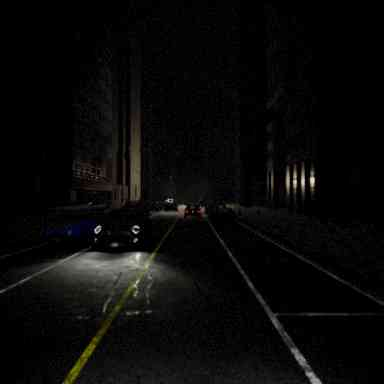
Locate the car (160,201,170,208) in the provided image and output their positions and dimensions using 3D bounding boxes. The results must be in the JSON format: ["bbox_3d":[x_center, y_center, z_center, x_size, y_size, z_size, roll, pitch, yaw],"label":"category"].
[{"bbox_3d":[-5.874,2.672,72.706,1.752,1.417,4.829,0,-1,1],"label":"car"}]

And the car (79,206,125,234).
[{"bbox_3d":[-5.860,1.766,22.162,1.967,1.590,4.097,0,-1,0],"label":"car"}]

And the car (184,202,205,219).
[{"bbox_3d":[0.083,2.082,35.921,2.033,1.411,5.357,0,-1,0],"label":"car"}]

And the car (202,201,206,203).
[{"bbox_3d":[2.662,2.237,44.702,1.947,1.339,4.313,0,-1,0],"label":"car"}]

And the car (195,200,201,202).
[{"bbox_3d":[0.027,2.226,46.530,1.812,1.442,4.674,0,-1,0],"label":"car"}]

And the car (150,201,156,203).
[{"bbox_3d":[-5.862,1.899,39.080,2.192,1.841,5.009,0,-1,0],"label":"car"}]

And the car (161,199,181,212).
[{"bbox_3d":[-3.096,2.237,50.158,1.882,1.535,5.008,0,-1,0],"label":"car"}]

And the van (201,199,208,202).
[{"bbox_3d":[2.661,2.104,50.344,1.690,1.788,3.998,0,-1,0],"label":"van"}]

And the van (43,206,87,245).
[{"bbox_3d":[-5.859,1.581,16.524,1.690,1.788,3.998,0,-1,0],"label":"van"}]

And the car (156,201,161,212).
[{"bbox_3d":[-5.864,2.203,50.357,1.967,1.590,4.097,0,-1,0],"label":"car"}]

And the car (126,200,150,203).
[{"bbox_3d":[-5.861,1.812,33.442,2.192,1.841,5.009,0,-1,0],"label":"car"}]

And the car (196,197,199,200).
[{"bbox_3d":[2.658,2.566,78.533,2.192,1.841,5.009,0,-1,0],"label":"car"}]

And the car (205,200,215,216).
[{"bbox_3d":[2.664,1.937,33.427,1.967,1.590,4.097,0,-1,0],"label":"car"}]

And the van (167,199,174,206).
[{"bbox_3d":[-5.869,2.786,89.832,1.690,1.788,3.998,0,-1,0],"label":"van"}]

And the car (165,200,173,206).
[{"bbox_3d":[-5.869,2.871,84.018,1.752,1.417,4.829,0,-1,0],"label":"car"}]

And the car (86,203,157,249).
[{"bbox_3d":[-3.102,1.578,15.653,2.097,1.767,4.553,0,-1,0],"label":"car"}]

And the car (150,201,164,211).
[{"bbox_3d":[-5.865,2.296,55.994,1.967,1.590,4.097,0,-1,0],"label":"car"}]

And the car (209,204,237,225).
[{"bbox_3d":[2.665,1.956,27.787,1.887,1.381,4.507,0,-1,0],"label":"car"}]
